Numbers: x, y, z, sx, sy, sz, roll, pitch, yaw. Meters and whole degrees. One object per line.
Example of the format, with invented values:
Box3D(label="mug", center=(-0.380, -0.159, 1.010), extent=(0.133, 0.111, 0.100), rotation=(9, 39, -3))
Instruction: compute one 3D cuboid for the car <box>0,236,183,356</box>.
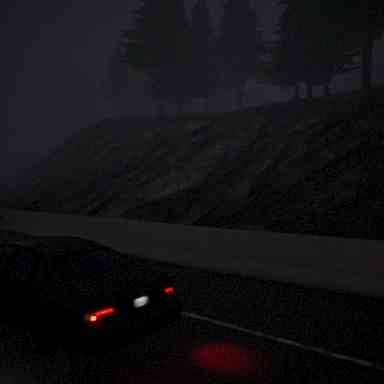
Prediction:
Box3D(label="car", center=(-2.672, 1.551, 6.104), extent=(5.357, 1.411, 2.033), rotation=(0, 0, 38))
